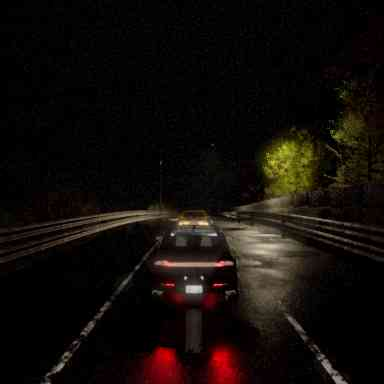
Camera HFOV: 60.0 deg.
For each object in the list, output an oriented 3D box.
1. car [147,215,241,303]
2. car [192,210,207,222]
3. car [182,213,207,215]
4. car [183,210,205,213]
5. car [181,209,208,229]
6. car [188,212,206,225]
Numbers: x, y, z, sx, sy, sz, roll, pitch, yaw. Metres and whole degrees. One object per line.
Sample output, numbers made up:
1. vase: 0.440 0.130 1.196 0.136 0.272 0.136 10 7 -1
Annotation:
1. car: 0.048 1.559 8.350 2.128 1.511 4.902 0 -1 0
2. car: 1.029 3.313 45.858 1.882 1.535 5.008 0 -4 3
3. car: 0.075 1.799 14.498 1.895 1.301 4.718 0 -2 0
4. car: 0.121 1.869 20.414 1.882 1.535 5.008 0 -2 1
5. car: 0.266 2.268 28.863 2.128 1.511 4.902 0 -3 1
6. car: 0.596 2.834 36.475 1.895 1.301 4.718 0 -4 2
